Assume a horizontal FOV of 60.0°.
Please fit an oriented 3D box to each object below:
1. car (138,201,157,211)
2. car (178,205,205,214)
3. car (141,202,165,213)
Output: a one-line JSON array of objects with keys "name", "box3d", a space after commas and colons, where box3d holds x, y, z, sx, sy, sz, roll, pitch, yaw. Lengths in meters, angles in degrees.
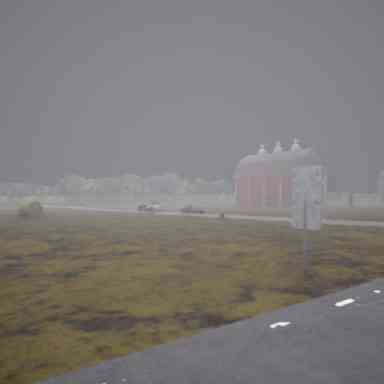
[{"name": "car", "box3d": [-8.322, 2.713, 63.551, 2.150, 2.045, 5.566, 2, -2, -36]}, {"name": "car", "box3d": [-0.149, 2.712, 52.188, 2.033, 1.411, 5.357, 2, -2, -35]}, {"name": "car", "box3d": [-6.297, 2.787, 55.976, 1.812, 1.442, 4.674, 2, -2, -35]}]
